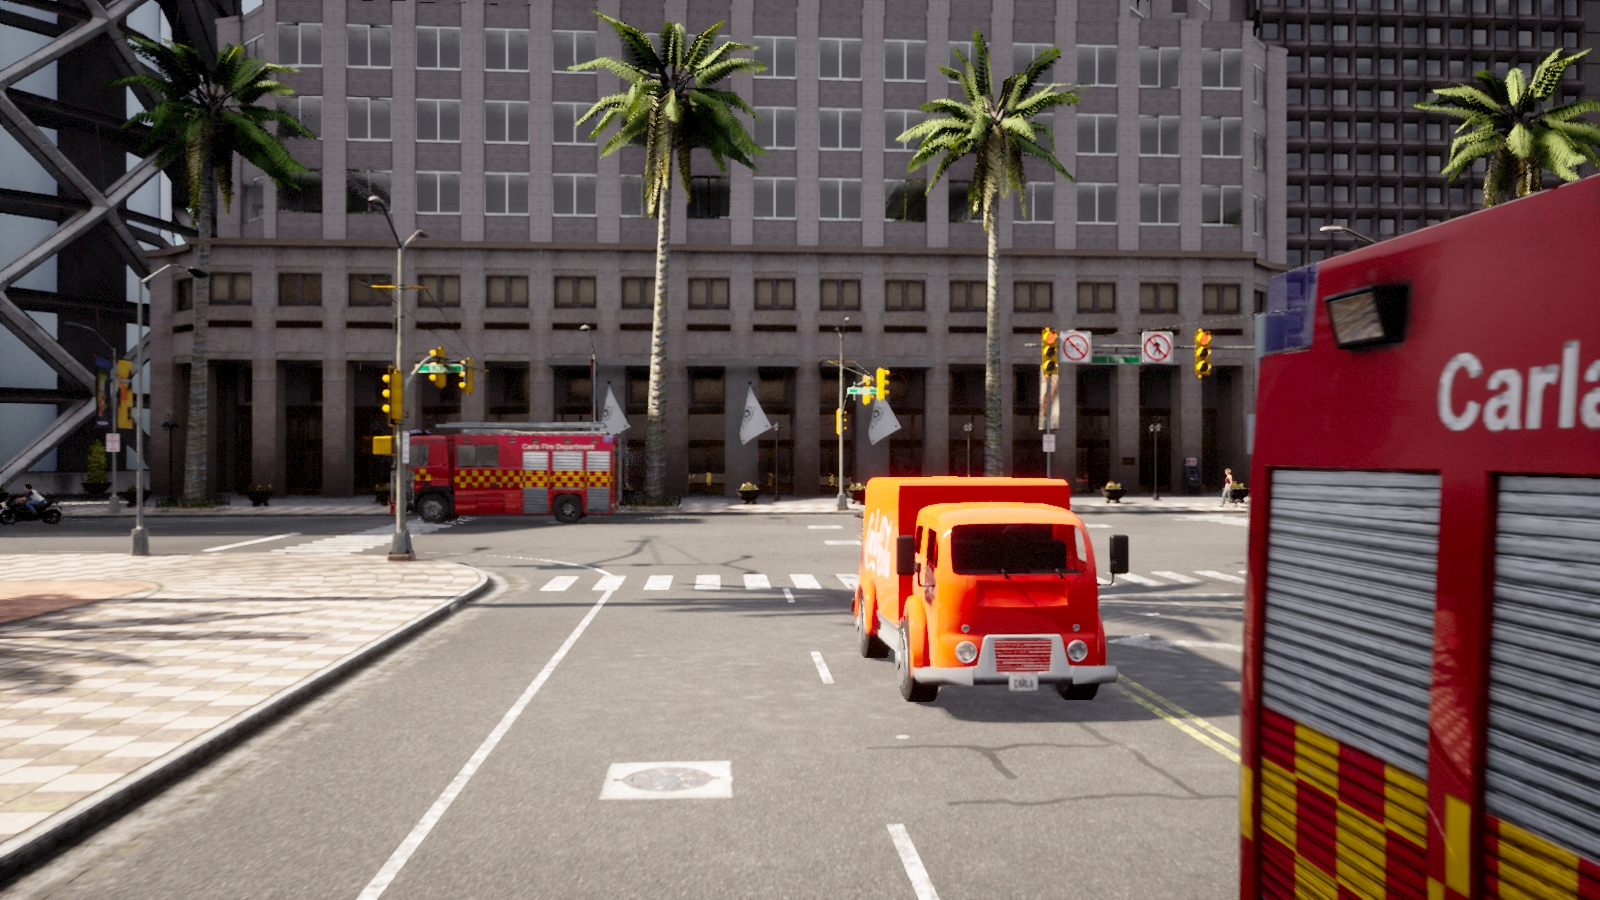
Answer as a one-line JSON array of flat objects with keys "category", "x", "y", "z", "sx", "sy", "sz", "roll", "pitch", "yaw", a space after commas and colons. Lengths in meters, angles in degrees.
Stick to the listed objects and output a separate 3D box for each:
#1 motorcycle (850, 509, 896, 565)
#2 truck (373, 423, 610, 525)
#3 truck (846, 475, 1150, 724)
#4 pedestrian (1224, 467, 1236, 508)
[{"category": "motorcycle", "x": 1.888, "y": 2.205, "z": 29.218, "sx": 0.867, "sy": 1.251, "sz": 2.209, "roll": 0, "pitch": 0, "yaw": 11}, {"category": "truck", "x": -11.771, "y": 0.890, "z": 44.253, "sx": 8.468, "sy": 3.827, "sz": 2.891, "roll": 0, "pitch": 0, "yaw": -4}, {"category": "truck", "x": 2.136, "y": 1.577, "z": 14.274, "sx": 2.627, "sy": 2.467, "sz": 5.204, "roll": 0, "pitch": -1, "yaw": -3}, {"category": "pedestrian", "x": 19.457, "y": 1.698, "z": 51.713, "sx": 0.375, "sy": 1.860, "sz": 0.375, "roll": 0, "pitch": 0, "yaw": -1}]
